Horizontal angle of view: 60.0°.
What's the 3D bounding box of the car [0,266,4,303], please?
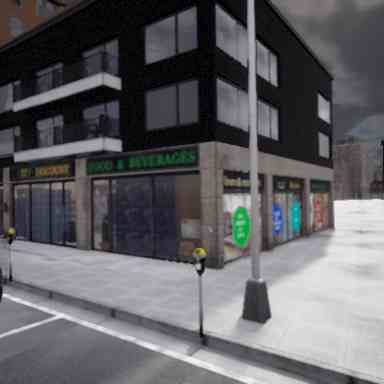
[{"bbox_3d":[-5.527,1.652,6.793,4.313,1.339,1.947,-1,-1,35],"label":"car"}]
